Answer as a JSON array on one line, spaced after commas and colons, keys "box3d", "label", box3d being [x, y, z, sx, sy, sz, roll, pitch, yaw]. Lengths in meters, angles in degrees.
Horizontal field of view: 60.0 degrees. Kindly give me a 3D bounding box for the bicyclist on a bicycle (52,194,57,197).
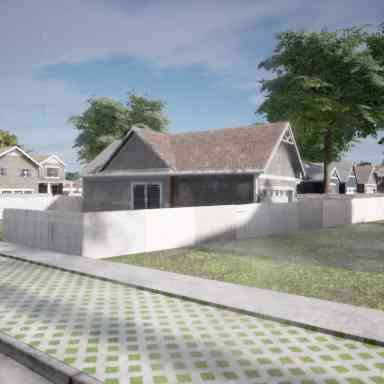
[{"box3d": [-13.035, 1.029, 31.551, 1.656, 1.620, 0.582, 0, 1, 34], "label": "bicyclist on a bicycle"}]
